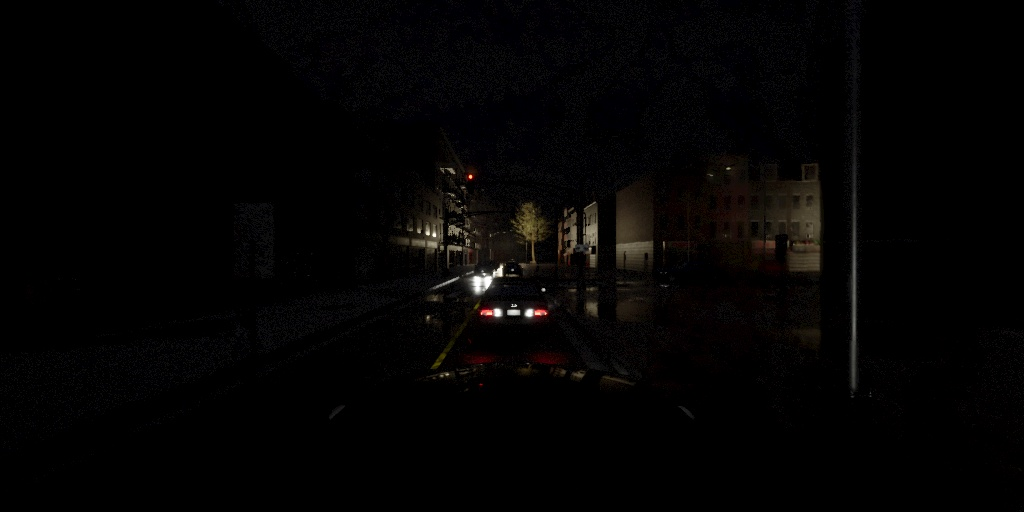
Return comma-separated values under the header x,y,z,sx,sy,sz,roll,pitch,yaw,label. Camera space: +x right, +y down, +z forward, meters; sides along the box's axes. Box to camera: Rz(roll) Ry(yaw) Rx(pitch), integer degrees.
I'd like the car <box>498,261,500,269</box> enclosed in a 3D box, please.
x,y,z,sx,sy,sz,roll,pitch,yaw,label
-2.930,1.331,47.767,1.994,1.385,4.181,0,0,0,car

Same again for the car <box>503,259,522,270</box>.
x,y,z,sx,sy,sz,roll,pitch,yaw,label
0.048,1.322,36.975,1.994,1.385,4.181,0,0,0,car

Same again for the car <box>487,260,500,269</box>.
x,y,z,sx,sy,sz,roll,pitch,yaw,label
-2.945,1.343,57.764,1.994,1.385,4.181,0,0,-1,car

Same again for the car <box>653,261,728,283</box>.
x,y,z,sx,sy,sz,roll,pitch,yaw,label
12.875,1.148,26.038,5.008,1.535,1.882,0,0,0,car

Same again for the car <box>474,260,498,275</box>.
x,y,z,sx,sy,sz,roll,pitch,yaw,label
-2.908,1.250,37.934,2.128,1.511,4.902,0,0,0,car

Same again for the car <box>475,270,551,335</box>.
x,y,z,sx,sy,sz,roll,pitch,yaw,label
0.048,1.297,10.435,2.033,1.411,5.357,0,0,0,car
